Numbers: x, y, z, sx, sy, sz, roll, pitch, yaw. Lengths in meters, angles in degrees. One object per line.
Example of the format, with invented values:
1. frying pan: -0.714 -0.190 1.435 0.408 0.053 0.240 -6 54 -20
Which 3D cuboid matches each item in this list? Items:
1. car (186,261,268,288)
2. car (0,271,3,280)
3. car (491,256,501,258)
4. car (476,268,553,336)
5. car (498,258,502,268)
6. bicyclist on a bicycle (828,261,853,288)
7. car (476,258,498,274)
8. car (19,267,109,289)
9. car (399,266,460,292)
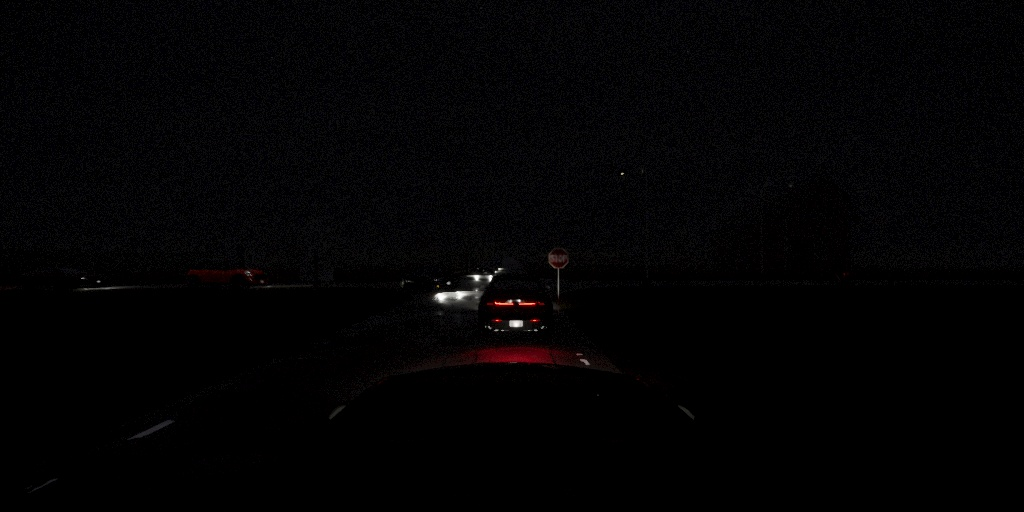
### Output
1. car: -19.349 1.200 24.538 4.553 1.767 2.097 0 -1 0
2. car: -42.697 1.331 27.334 5.566 2.045 2.150 -1 -1 0
3. car: -2.900 1.023 63.006 2.150 2.045 5.566 0 0 0
4. car: 0.089 1.258 10.388 1.837 1.490 4.892 0 0 0
5. car: -2.898 1.336 50.808 2.033 1.411 5.357 0 0 0
6. bicyclist on a bicycle: 19.925 1.102 21.760 0.582 1.620 1.656 0 0 0
7. car: -2.939 1.281 40.200 1.837 1.490 4.892 0 0 1
8. car: -30.545 1.469 24.463 4.674 1.442 1.812 0 -1 0
9. car: -4.925 1.311 21.284 4.181 1.385 1.994 1 0 44
